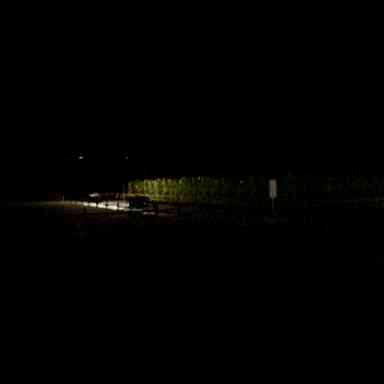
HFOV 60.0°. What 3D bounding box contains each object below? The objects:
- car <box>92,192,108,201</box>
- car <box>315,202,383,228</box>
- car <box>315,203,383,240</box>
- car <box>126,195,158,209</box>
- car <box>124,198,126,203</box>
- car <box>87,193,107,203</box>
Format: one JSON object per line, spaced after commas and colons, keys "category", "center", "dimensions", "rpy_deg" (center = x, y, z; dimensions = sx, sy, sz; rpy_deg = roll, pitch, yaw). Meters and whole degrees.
{"category": "car", "center": [-18.401, 0.864, 66.220], "dimensions": [1.882, 1.535, 5.008], "rpy_deg": [0, 1, -30]}
{"category": "car", "center": [10.218, 1.348, 20.306], "dimensions": [4.718, 1.301, 1.895], "rpy_deg": [0, 1, 39]}
{"category": "car", "center": [8.209, 1.300, 15.786], "dimensions": [1.837, 1.490, 4.892], "rpy_deg": [0, 1, -31]}
{"category": "car", "center": [-5.549, 1.157, 37.875], "dimensions": [1.812, 1.442, 4.674], "rpy_deg": [-1, 1, -32]}
{"category": "car", "center": [-8.602, 1.126, 49.806], "dimensions": [1.895, 1.301, 4.718], "rpy_deg": [-1, 1, -31]}
{"category": "car", "center": [-16.053, 1.002, 55.156], "dimensions": [2.128, 1.511, 4.902], "rpy_deg": [-1, 1, -31]}
